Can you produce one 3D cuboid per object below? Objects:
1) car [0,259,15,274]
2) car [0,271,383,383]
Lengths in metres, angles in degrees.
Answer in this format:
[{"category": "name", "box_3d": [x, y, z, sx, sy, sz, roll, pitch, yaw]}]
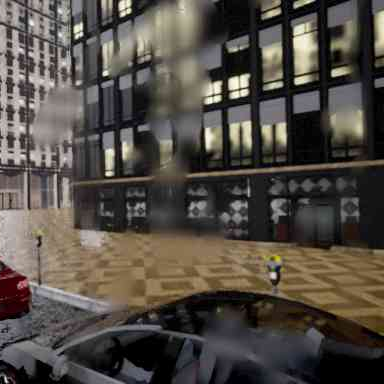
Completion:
[{"category": "car", "box_3d": [-4.626, 1.659, 6.189, 4.206, 1.307, 1.802, -1, -1, 36]}, {"category": "car", "box_3d": [0.013, 1.583, 2.880, 4.313, 1.339, 1.947, -1, -1, 36]}]
